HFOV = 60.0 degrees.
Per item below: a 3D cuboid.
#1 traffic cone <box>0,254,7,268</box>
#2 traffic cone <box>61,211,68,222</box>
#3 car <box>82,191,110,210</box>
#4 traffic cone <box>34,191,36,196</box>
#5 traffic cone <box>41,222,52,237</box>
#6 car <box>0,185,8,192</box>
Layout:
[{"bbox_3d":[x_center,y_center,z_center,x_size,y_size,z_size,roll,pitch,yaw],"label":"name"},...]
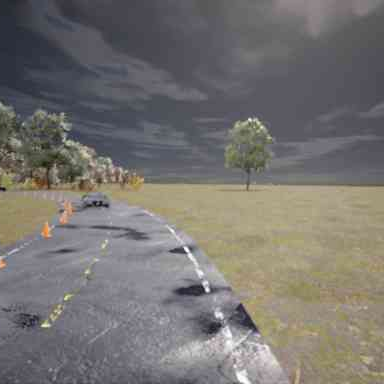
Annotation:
[{"bbox_3d":[-5.138,1.667,8.769,0.340,0.580,0.340,0,2,-7],"label":"traffic cone"},{"bbox_3d":[-7.012,1.346,18.259,0.340,0.580,0.340,0,2,-15],"label":"traffic cone"},{"bbox_3d":[-7.979,0.644,27.403,1.994,1.385,4.181,0,2,-22],"label":"car"},{"bbox_3d":[-22.614,0.207,48.014,0.340,0.580,0.340,-1,2,-40],"label":"traffic cone"},{"bbox_3d":[-5.923,1.508,13.544,0.340,0.580,0.340,0,2,-11],"label":"traffic cone"},{"bbox_3d":[-36.270,-0.711,61.858,4.718,1.301,1.895,2,2,35],"label":"car"}]
